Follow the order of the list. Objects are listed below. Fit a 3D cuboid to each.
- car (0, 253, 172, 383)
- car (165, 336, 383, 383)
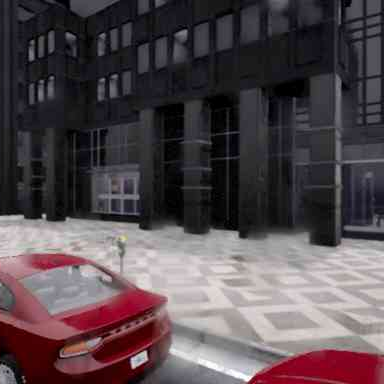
[{"bbox_3d":[-2.344,1.541,4.639,4.507,1.381,1.887,0,0,36],"label":"car"},{"bbox_3d":[2.242,1.546,1.361,4.507,1.381,1.887,0,0,36],"label":"car"}]
